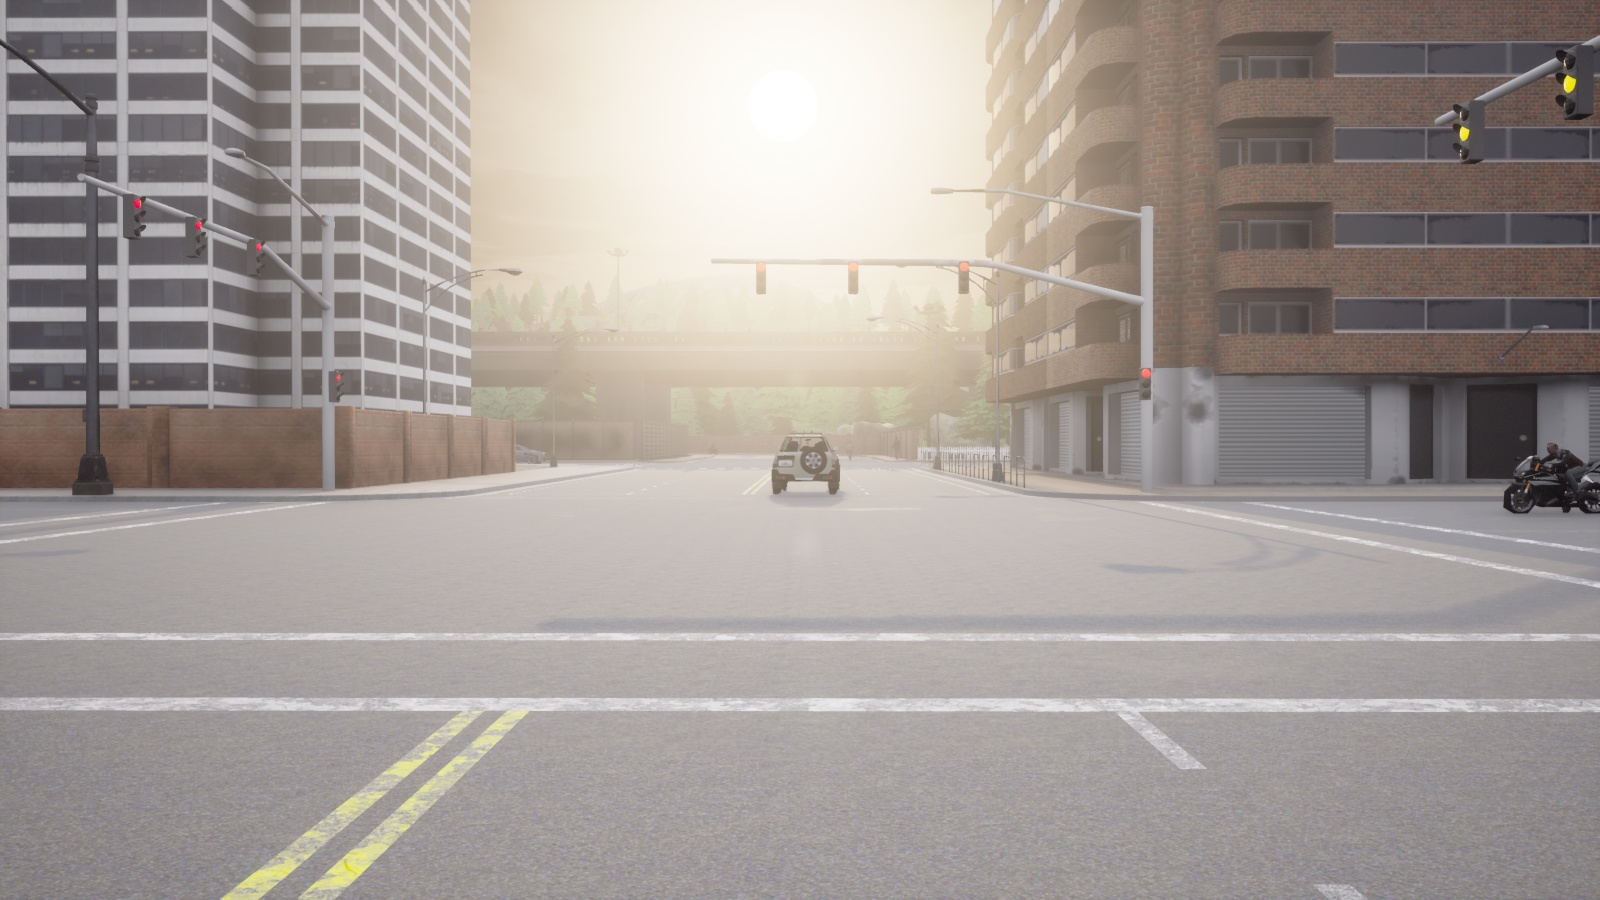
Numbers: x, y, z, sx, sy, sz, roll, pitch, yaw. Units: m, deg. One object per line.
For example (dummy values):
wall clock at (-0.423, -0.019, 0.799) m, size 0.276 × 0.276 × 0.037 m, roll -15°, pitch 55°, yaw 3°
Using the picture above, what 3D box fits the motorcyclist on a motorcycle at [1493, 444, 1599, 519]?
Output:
motorcyclist on a motorcycle at (15.862, 0.646, 26.328) m, size 2.191 × 1.530 × 0.866 m, roll 0°, pitch 0°, yaw 1°

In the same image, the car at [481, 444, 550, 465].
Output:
car at (-18.803, 0.271, 83.105) m, size 4.181 × 1.385 × 1.994 m, roll 0°, pitch 0°, yaw 0°

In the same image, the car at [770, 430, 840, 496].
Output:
car at (0.219, 0.349, 37.903) m, size 1.932 × 1.855 × 4.605 m, roll 0°, pitch 0°, yaw 2°
